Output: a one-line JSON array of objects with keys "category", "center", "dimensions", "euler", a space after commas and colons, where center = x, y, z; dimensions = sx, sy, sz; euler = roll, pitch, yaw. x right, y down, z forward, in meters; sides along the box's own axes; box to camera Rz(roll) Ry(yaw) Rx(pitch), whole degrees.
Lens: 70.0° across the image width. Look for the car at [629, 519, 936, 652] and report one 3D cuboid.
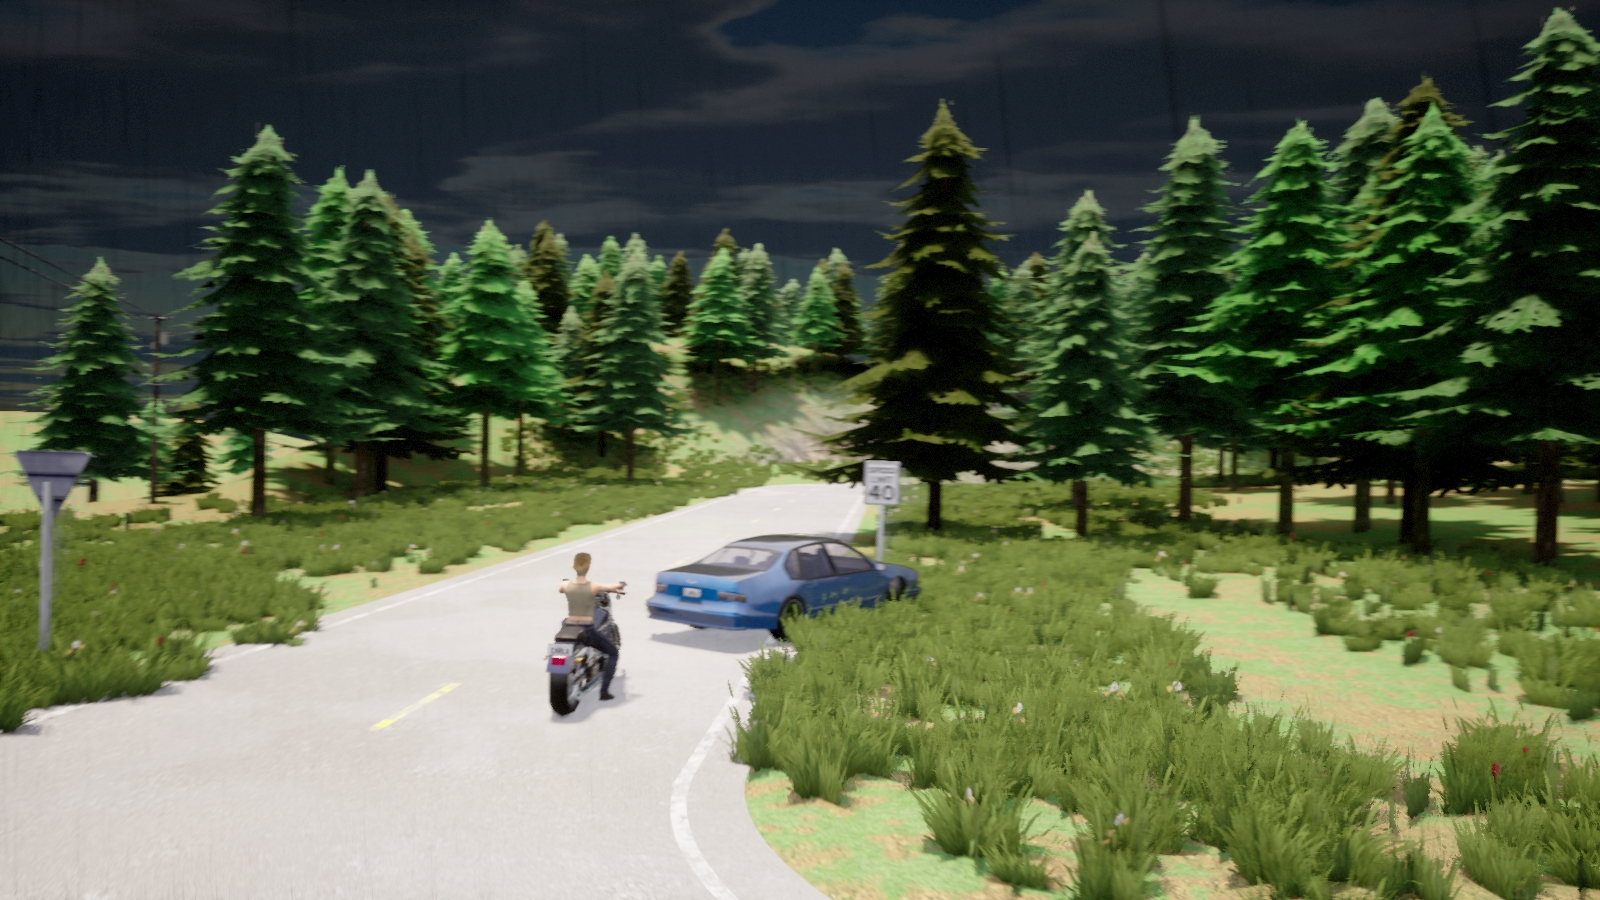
[{"category": "car", "center": [-0.060, 1.959, 17.897], "dimensions": [2.033, 1.411, 5.357], "euler": [2, 1, 35]}]
